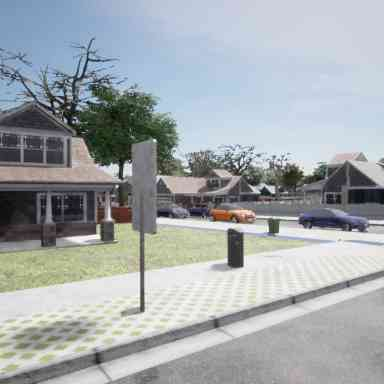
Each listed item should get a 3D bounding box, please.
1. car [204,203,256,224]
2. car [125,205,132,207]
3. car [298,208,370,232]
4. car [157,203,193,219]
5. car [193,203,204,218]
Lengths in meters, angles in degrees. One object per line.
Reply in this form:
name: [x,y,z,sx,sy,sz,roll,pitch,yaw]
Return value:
car: [3.620,1.901,30.153,2.097,1.767,4.553,0,-1,-36]
car: [-8.581,2.553,46.437,1.837,1.490,4.892,0,-1,-35]
car: [9.306,1.817,22.181,1.812,1.442,4.674,0,-1,-33]
car: [-2.386,2.155,38.281,2.097,1.767,4.553,0,-1,-37]
car: [1.241,2.091,38.349,2.097,1.767,4.553,0,-1,-37]
